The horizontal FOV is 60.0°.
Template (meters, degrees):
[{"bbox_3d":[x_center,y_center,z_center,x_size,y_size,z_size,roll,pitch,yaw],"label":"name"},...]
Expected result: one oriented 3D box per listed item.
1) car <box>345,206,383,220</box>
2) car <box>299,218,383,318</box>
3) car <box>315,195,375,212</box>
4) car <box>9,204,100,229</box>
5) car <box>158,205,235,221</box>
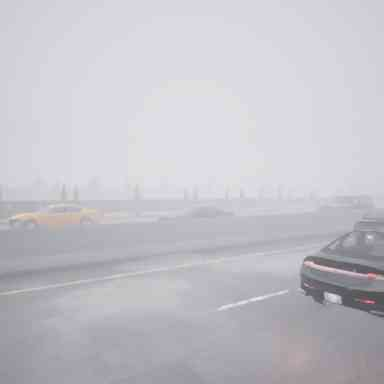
[{"bbox_3d":[8.906,1.506,14.391,4.892,1.490,1.837,0,0,-35],"label":"car"},{"bbox_3d":[4.247,1.492,6.771,4.902,1.511,2.128,0,0,-35],"label":"car"},{"bbox_3d":[11.733,1.223,25.232,5.566,2.045,2.150,0,0,-35],"label":"car"},{"bbox_3d":[-8.023,1.479,19.762,5.008,1.535,1.882,0,0,-35],"label":"car"},{"bbox_3d":[0.429,1.549,21.483,5.357,1.411,2.033,0,0,-35],"label":"car"}]
